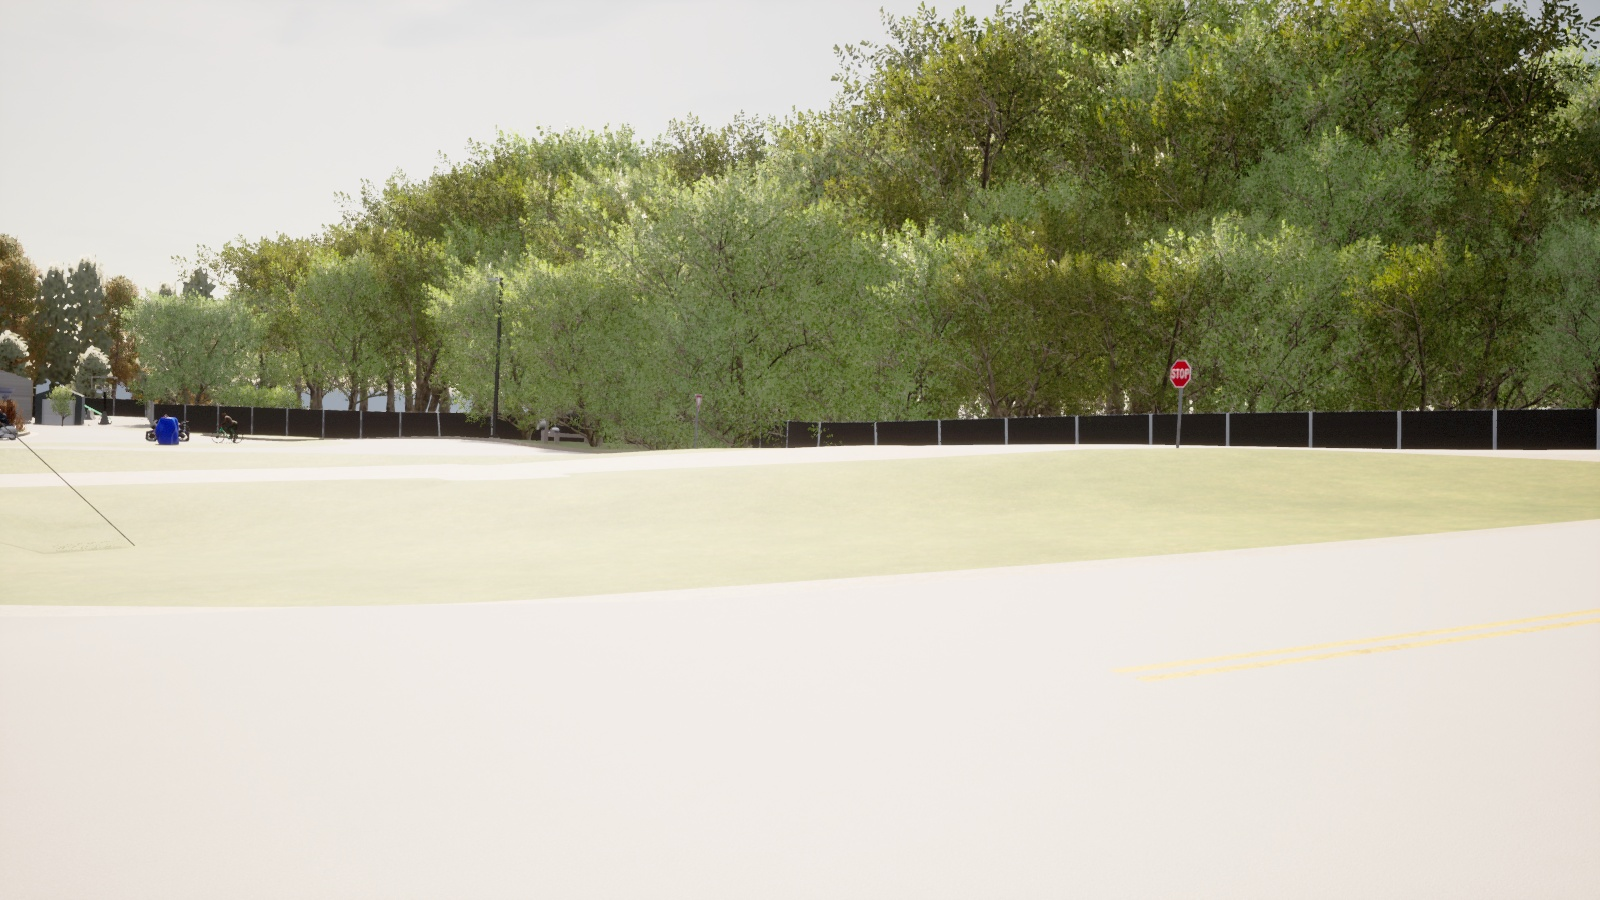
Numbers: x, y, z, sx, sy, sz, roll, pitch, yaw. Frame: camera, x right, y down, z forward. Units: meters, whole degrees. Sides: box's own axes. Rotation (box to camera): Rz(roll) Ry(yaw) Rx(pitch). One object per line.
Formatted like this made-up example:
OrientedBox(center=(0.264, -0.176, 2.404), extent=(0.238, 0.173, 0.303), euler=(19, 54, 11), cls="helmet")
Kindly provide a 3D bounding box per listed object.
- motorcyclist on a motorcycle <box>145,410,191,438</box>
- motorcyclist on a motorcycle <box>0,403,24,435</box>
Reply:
OrientedBox(center=(-35.289, -1.450, 70.136), extent=(2.191, 1.530, 0.866), euler=(1, 2, -24), cls="motorcyclist on a motorcycle")
OrientedBox(center=(-40.964, -1.611, 64.333), extent=(0.866, 1.590, 1.817), euler=(3, 1, 31), cls="motorcyclist on a motorcycle")
